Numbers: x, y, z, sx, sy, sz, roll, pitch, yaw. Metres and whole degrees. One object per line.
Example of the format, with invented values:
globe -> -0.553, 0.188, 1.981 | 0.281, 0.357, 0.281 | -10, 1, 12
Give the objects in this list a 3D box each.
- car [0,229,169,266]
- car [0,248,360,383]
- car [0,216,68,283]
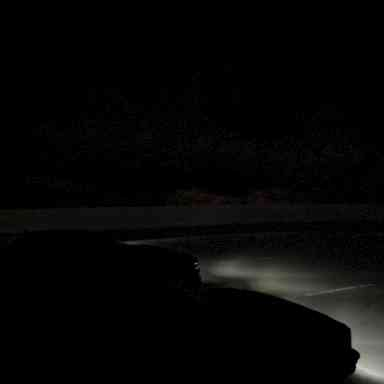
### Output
car -> -2.143, 1.428, 6.135 | 5.008, 1.535, 1.882 | 0, 0, -33
car -> -0.774, 1.523, 3.055 | 5.357, 1.411, 2.033 | 0, 0, -32
car -> -6.069, 1.463, 8.131 | 5.357, 1.411, 2.033 | 0, 0, -34
